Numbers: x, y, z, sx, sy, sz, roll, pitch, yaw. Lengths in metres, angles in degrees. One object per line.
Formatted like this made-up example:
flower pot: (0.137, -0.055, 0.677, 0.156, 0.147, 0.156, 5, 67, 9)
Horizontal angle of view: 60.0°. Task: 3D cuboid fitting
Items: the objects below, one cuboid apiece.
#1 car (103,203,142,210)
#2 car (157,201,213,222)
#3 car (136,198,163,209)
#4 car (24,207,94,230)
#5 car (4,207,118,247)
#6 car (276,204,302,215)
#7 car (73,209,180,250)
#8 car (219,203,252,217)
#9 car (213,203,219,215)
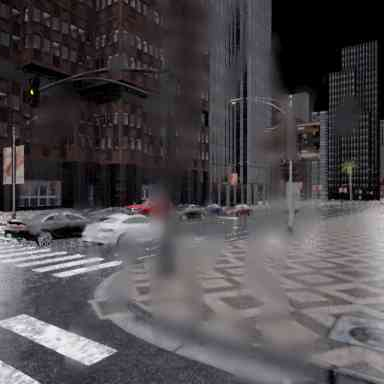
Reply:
car: (-5.975, 1.748, 22.536, 1.837, 1.490, 4.892, 0, -1, 35)
car: (-0.501, 1.873, 30.346, 2.128, 1.511, 4.902, 0, -1, 35)
car: (-3.976, 1.579, 31.051, 2.150, 2.045, 5.566, 0, -1, 35)
car: (-9.264, 1.788, 23.491, 1.994, 1.385, 4.181, 0, -1, 36)
car: (-6.302, 1.660, 16.058, 2.128, 1.511, 4.902, 0, -1, 35)
car: (12.556, 2.194, 42.977, 2.033, 1.411, 5.357, 0, -1, 35)
car: (-2.817, 1.719, 15.368, 1.812, 1.442, 4.674, 0, -1, 35)
car: (5.385, 2.057, 38.730, 1.812, 1.442, 4.674, 0, -1, 35)
car: (1.954, 2.034, 39.515, 1.812, 1.442, 4.674, 0, -1, 35)
